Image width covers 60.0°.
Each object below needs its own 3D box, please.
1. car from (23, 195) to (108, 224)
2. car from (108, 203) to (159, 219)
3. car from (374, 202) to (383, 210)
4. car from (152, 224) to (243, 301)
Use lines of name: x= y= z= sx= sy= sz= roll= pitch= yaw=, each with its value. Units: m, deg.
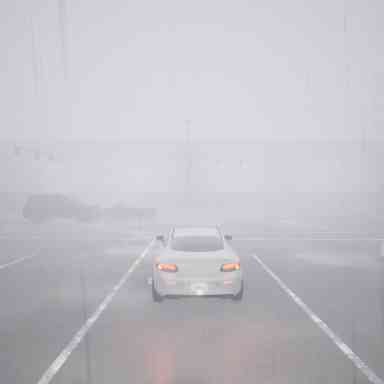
car: x=-9.474 y=1.221 z=24.532 sx=5.566 sy=2.045 sz=2.150 roll=0 pitch=0 yaw=2
car: x=-5.132 y=1.594 z=27.910 sx=4.718 sy=1.301 sz=1.895 roll=0 pitch=0 yaw=2
car: x=23.307 y=1.396 z=37.840 sx=4.674 sy=1.442 sz=1.812 roll=-1 pitch=0 yaw=2
car: x=0.075 y=1.526 z=8.210 sx=1.812 sy=1.442 sz=4.674 roll=0 pitch=0 yaw=-1
